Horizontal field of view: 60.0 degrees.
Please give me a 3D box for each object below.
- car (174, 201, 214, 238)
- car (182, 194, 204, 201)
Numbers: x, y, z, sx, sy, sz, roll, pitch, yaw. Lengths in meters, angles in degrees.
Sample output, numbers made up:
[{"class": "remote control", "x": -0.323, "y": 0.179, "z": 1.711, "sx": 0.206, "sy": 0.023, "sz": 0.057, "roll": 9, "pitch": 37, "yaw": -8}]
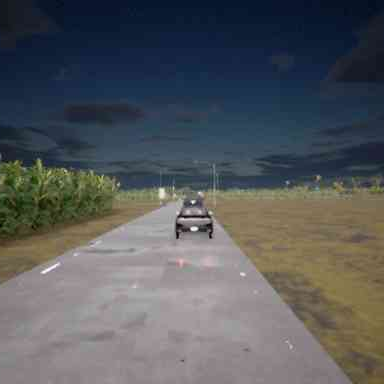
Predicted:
[{"class": "car", "x": 0.105, "y": 1.465, "z": 17.539, "sx": 2.128, "sy": 1.511, "sz": 4.902, "roll": 0, "pitch": 0, "yaw": 0}, {"class": "car", "x": 0.111, "y": 1.218, "z": 36.828, "sx": 2.150, "sy": 2.045, "sz": 5.566, "roll": 0, "pitch": 0, "yaw": 0}]
